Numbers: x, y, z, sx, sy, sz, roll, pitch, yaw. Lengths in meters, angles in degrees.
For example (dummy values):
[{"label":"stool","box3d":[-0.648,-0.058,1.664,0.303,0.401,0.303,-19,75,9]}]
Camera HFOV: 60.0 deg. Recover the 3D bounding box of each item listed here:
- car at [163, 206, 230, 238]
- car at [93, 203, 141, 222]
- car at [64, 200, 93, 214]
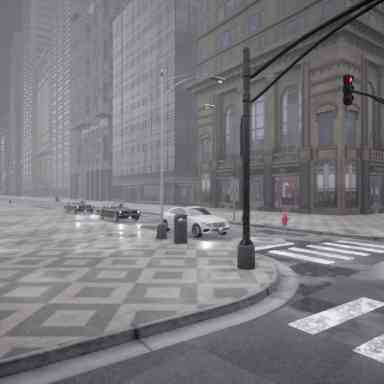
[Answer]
[{"label":"car","box3d":[-0.013,1.475,17.770,1.812,1.442,4.674,0,0,-37]},{"label":"car","box3d":[-5.766,1.522,25.891,1.895,1.301,4.718,0,0,-35]},{"label":"car","box3d":[-11.646,1.497,34.182,1.895,1.301,4.718,0,0,-35]}]
